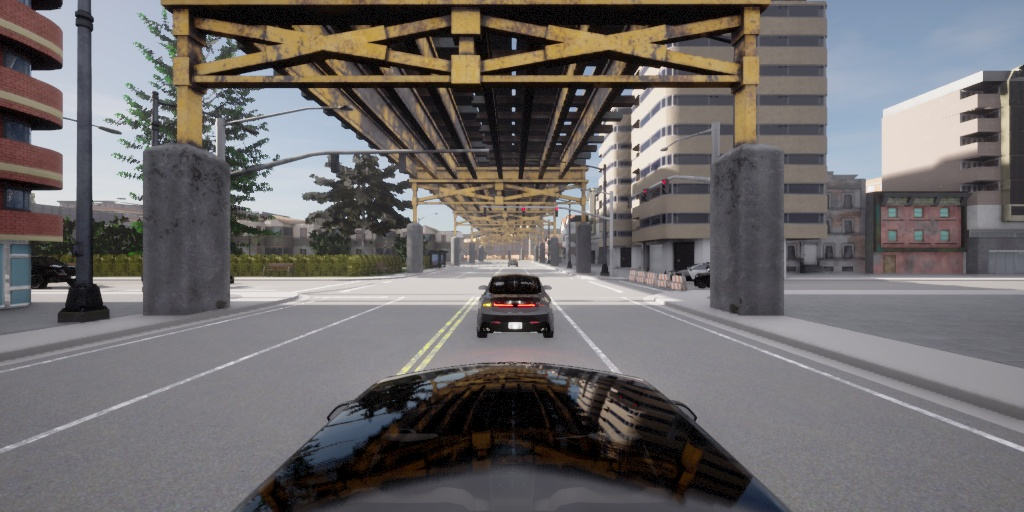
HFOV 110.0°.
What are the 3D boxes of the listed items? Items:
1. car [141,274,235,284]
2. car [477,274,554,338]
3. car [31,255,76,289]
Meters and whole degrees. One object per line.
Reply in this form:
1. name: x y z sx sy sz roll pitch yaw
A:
1. car: -20.032 1.255 22.275 4.892 1.490 1.837 0 0 0
2. car: 0.088 1.255 10.160 1.837 1.490 4.892 0 0 0
3. car: -30.046 0.971 22.336 5.566 2.045 2.150 0 0 0
